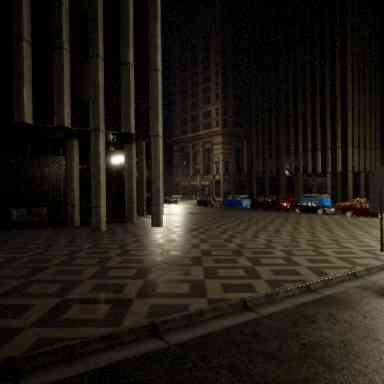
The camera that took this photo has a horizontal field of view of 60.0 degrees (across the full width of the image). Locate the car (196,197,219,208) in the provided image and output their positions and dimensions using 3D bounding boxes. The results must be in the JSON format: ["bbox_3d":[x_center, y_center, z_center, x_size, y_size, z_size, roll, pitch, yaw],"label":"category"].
[{"bbox_3d":[2.442,1.371,46.843,1.967,1.590,4.097,-1,1,-36],"label":"car"}]

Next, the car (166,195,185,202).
[{"bbox_3d":[-3.540,1.256,69.755,2.008,1.369,4.403,-1,1,-36],"label":"car"}]

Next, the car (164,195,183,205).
[{"bbox_3d":[-4.018,1.438,55.810,2.008,1.369,4.403,-1,1,-36],"label":"car"}]

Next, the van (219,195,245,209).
[{"bbox_3d":[5.671,1.294,42.361,1.690,1.788,3.998,-1,1,-36],"label":"van"}]

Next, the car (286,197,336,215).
[{"bbox_3d":[12.135,1.549,33.397,2.008,1.369,4.403,-1,1,-36],"label":"car"}]

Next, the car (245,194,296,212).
[{"bbox_3d":[8.902,1.290,37.878,2.192,1.841,5.009,-1,1,-36],"label":"car"}]

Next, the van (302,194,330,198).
[{"bbox_3d":[15.830,1.178,42.852,1.690,1.788,3.998,-1,1,-36],"label":"van"}]

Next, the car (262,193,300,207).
[{"bbox_3d":[12.601,1.130,47.335,2.192,1.841,5.009,-1,1,-36],"label":"car"}]

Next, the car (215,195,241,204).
[{"bbox_3d":[6.047,1.296,56.442,1.752,1.417,4.829,-1,1,-36],"label":"car"}]

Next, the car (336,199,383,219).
[{"bbox_3d":[15.365,1.566,28.915,1.887,1.381,4.507,-1,1,-36],"label":"car"}]
